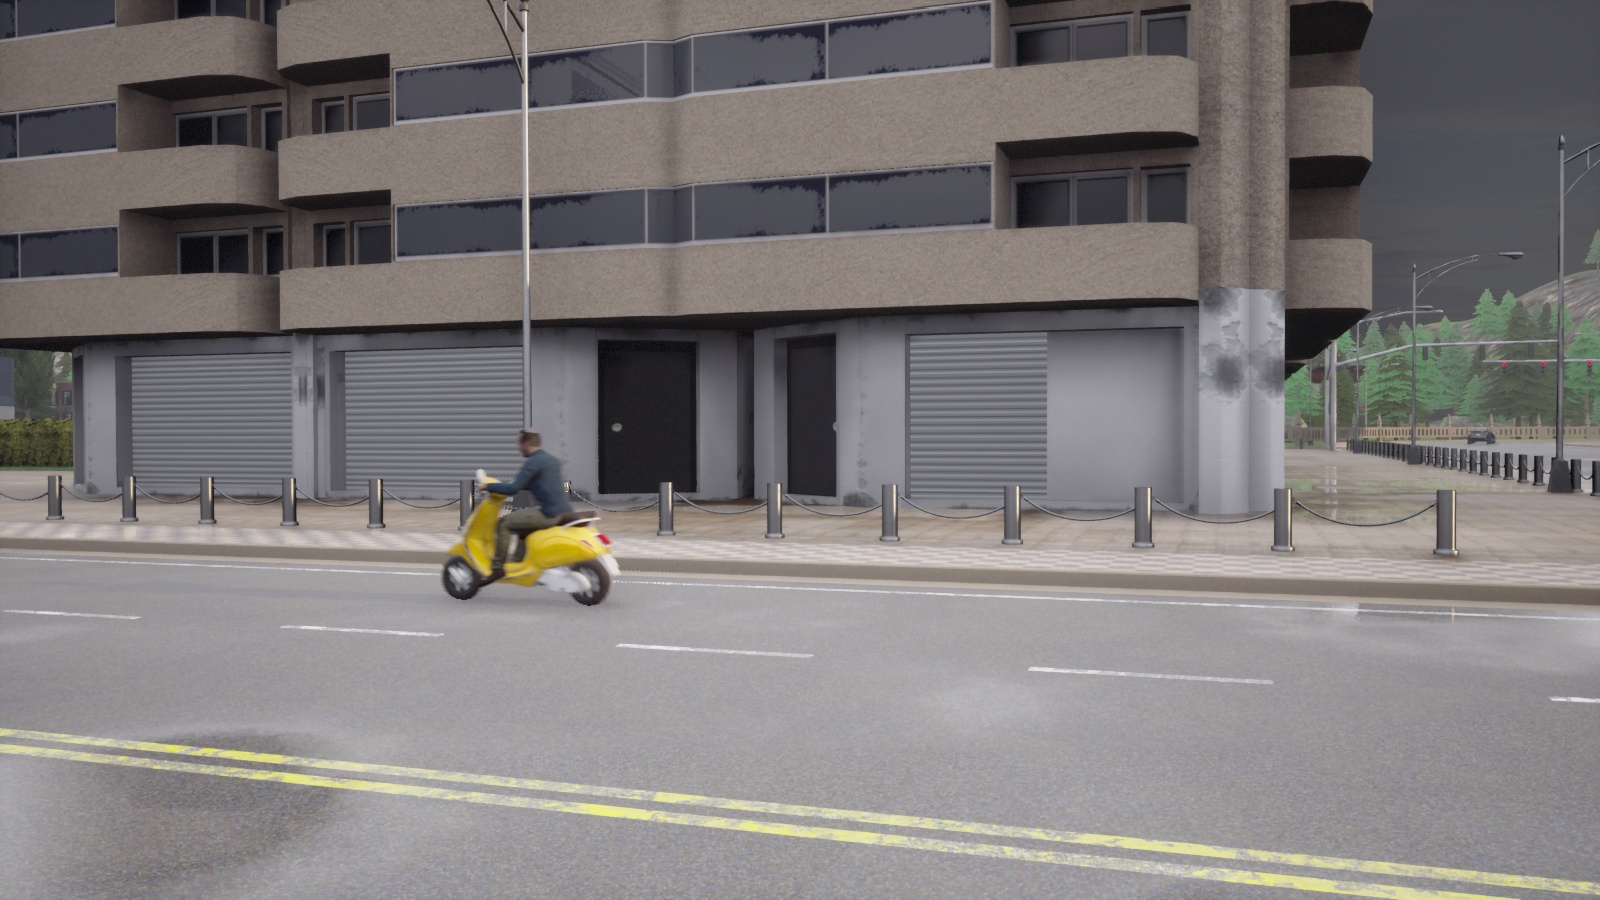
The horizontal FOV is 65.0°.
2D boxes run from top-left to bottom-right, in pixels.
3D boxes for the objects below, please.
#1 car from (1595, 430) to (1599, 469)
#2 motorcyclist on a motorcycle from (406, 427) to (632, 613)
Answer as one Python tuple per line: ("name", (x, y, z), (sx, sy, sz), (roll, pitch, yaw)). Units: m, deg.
("car", (33.944, 0.017, 50.697), (2.033, 1.649, 4.856), (1, 1, 19))
("motorcyclist on a motorcycle", (-2.549, 0.587, 11.436), (1.817, 1.590, 0.866), (1, 1, 19))
